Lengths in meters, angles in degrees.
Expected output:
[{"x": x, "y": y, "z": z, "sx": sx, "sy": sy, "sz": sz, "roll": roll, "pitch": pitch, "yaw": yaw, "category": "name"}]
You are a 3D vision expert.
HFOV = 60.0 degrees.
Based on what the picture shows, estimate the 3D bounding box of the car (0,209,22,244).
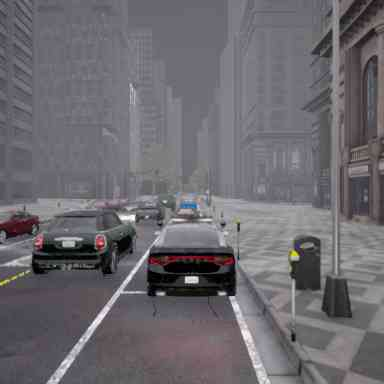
[{"x": -8.908, "y": 1.546, "z": 15.730, "sx": 1.887, "sy": 1.381, "sz": 4.507, "roll": 0, "pitch": 0, "yaw": 0, "category": "car"}]

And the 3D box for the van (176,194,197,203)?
[{"x": -0.353, "y": 1.344, "z": 32.286, "sx": 1.690, "sy": 1.788, "sz": 3.998, "roll": 0, "pitch": 0, "yaw": 0, "category": "van"}]

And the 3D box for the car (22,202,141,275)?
[{"x": -3.140, "y": 1.352, "z": 10.598, "sx": 2.097, "sy": 1.767, "sz": 4.553, "roll": 0, "pitch": 0, "yaw": 0, "category": "car"}]

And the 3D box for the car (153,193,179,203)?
[{"x": -3.046, "y": 1.227, "z": 39.935, "sx": 2.150, "sy": 2.045, "sz": 5.566, "roll": 0, "pitch": 0, "yaw": 0, "category": "car"}]

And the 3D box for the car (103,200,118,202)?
[{"x": -8.905, "y": 1.547, "z": 32.307, "sx": 1.887, "sy": 1.381, "sz": 4.507, "roll": 0, "pitch": 0, "yaw": 0, "category": "car"}]

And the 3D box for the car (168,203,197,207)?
[{"x": -0.360, "y": 1.584, "z": 21.236, "sx": 1.802, "sy": 1.307, "sz": 4.206, "roll": 0, "pitch": 0, "yaw": 0, "category": "car"}]

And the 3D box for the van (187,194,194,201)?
[{"x": -0.341, "y": 1.376, "z": 86.845, "sx": 1.690, "sy": 1.788, "sz": 3.998, "roll": 0, "pitch": 0, "yaw": 0, "category": "van"}]

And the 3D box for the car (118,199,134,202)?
[{"x": -6.215, "y": 1.495, "z": 35.254, "sx": 2.128, "sy": 1.511, "sz": 4.902, "roll": 0, "pitch": 0, "yaw": 0, "category": "car"}]

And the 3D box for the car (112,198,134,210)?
[{"x": -8.902, "y": 1.549, "z": 43.358, "sx": 1.887, "sy": 1.381, "sz": 4.507, "roll": 0, "pitch": 0, "yaw": 0, "category": "car"}]

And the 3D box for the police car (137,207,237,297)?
[{"x": -0.007, "y": 1.426, "z": 8.758, "sx": 1.930, "sy": 1.638, "sz": 5.238, "roll": 0, "pitch": 0, "yaw": 0, "category": "police car"}]

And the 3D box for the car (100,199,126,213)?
[{"x": -8.903, "y": 1.548, "z": 37.832, "sx": 1.887, "sy": 1.381, "sz": 4.507, "roll": 0, "pitch": 0, "yaw": 0, "category": "car"}]

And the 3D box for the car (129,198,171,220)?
[{"x": -3.053, "y": 1.494, "z": 25.116, "sx": 2.128, "sy": 1.511, "sz": 4.902, "roll": 0, "pitch": 0, "yaw": 0, "category": "car"}]

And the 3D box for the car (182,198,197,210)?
[{"x": -0.347, "y": 1.550, "z": 43.336, "sx": 1.887, "sy": 1.381, "sz": 4.507, "roll": 0, "pitch": 0, "yaw": 0, "category": "car"}]

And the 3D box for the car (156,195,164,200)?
[{"x": -8.864, "y": 1.585, "z": 92.031, "sx": 1.887, "sy": 1.381, "sz": 4.507, "roll": 0, "pitch": 0, "yaw": 0, "category": "car"}]
